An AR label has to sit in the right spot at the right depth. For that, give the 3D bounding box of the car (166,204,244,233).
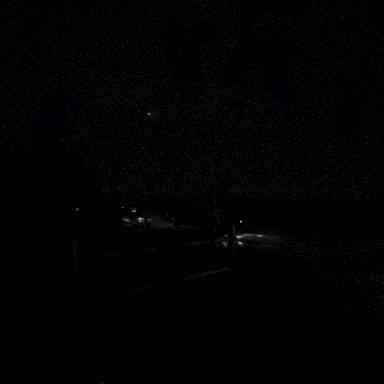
[{"bbox_3d":[0.510,1.368,18.731,2.033,1.411,5.357,2,-1,-35],"label":"car"}]

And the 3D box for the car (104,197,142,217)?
[{"bbox_3d":[-5.860,1.215,27.967,2.128,1.511,4.902,2,-1,-34],"label":"car"}]
